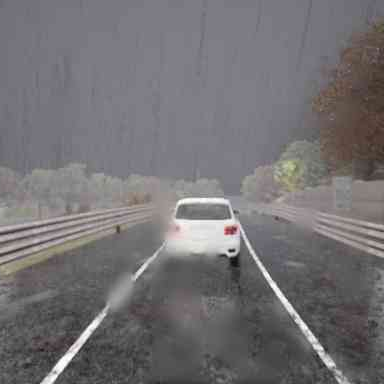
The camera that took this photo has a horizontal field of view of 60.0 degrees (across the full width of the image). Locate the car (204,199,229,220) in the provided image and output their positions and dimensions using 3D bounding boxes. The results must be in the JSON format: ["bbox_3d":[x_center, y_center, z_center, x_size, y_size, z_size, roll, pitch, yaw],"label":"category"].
[{"bbox_3d":[2.254,1.503,30.229,2.097,1.767,4.553,0,-1,6],"label":"car"}]

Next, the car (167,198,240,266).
[{"bbox_3d":[0.487,1.220,11.797,2.150,2.045,5.566,0,0,4],"label":"car"}]
